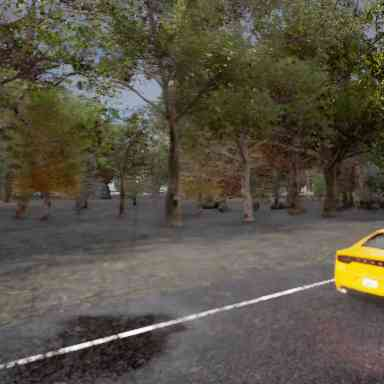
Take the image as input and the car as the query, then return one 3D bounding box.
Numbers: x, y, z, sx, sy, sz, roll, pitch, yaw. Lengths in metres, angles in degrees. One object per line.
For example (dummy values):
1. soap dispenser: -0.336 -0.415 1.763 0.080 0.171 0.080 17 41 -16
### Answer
1. car: 5.261 1.524 7.501 5.008 1.535 1.882 0 0 -36
